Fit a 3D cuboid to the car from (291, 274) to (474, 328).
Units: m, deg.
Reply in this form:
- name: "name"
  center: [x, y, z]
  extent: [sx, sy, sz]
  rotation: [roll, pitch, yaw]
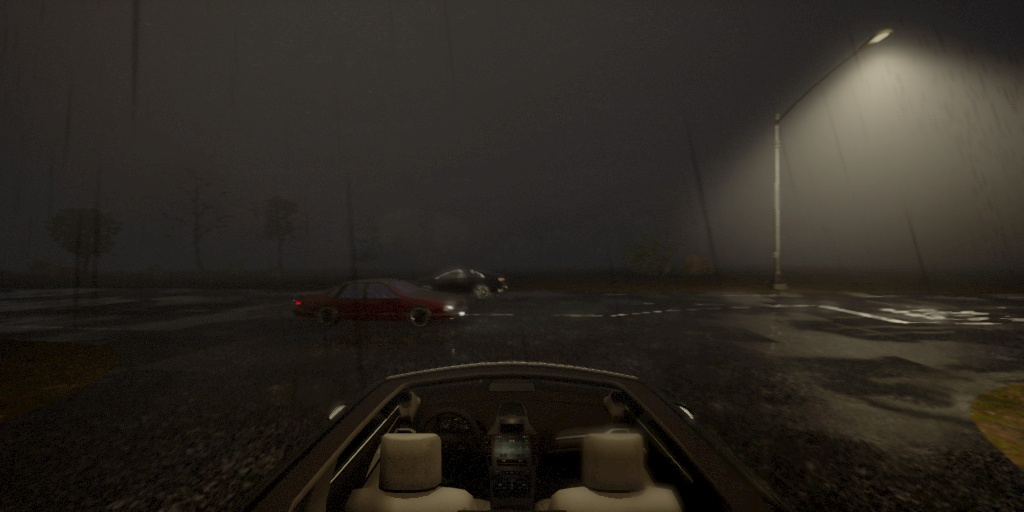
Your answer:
- name: "car"
  center: [-4.205, 1.452, 11.596]
  extent: [5.357, 1.411, 2.033]
  rotation: [-1, 0, 9]

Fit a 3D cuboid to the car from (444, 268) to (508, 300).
- name: "car"
  center: [-2.676, 1.383, 18.437]
  extent: [4.902, 1.511, 2.128]
  rotation: [-1, 0, 9]
